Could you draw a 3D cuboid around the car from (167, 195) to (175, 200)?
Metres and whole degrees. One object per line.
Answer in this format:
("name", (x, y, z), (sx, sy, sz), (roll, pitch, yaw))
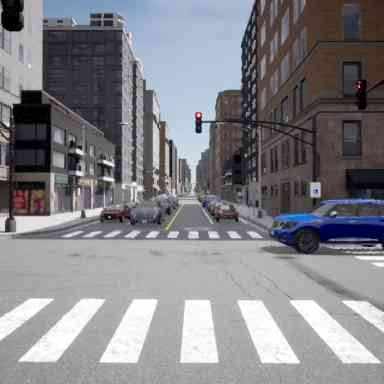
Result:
("car", (-6.007, 1.585, 94.089), (1.887, 1.381, 4.507), (1, 0, 0))

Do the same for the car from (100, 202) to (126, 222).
("car", (-5.893, 1.551, 26.015), (1.887, 1.381, 4.507), (1, 0, 0))

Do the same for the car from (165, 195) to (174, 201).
("car", (-5.998, 1.603, 88.417), (1.947, 1.339, 4.313), (1, 0, 0))

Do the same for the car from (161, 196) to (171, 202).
("car", (-5.979, 1.582, 77.071), (2.008, 1.369, 4.403), (1, 0, 0))

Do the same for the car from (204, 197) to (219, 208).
("car", (2.613, 1.591, 37.367), (1.802, 1.307, 4.206), (1, 0, 0))

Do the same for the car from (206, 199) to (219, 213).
("car", (2.623, 1.589, 31.694), (1.802, 1.307, 4.206), (1, 0, 0))

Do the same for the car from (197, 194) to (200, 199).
("car", (2.556, 1.593, 71.407), (1.947, 1.339, 4.313), (1, 0, 0))

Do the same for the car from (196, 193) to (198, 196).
("car", (2.539, 1.349, 82.754), (2.192, 1.841, 5.009), (1, 0, 0))

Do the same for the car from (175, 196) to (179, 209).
("car", (-3.157, 1.576, 43.877), (1.994, 1.385, 4.181), (0, 0, 1))

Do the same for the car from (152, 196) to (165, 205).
("car", (-5.949, 1.461, 60.052), (1.967, 1.590, 4.097), (1, 0, 0))

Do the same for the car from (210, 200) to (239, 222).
("car", (2.633, 1.588, 26.020), (1.802, 1.307, 4.206), (1, 0, 0))

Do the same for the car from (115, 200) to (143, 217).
("car", (-5.902, 1.552, 31.688), (1.887, 1.381, 4.507), (1, 0, 0))

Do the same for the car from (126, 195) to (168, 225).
("car", (-3.137, 1.358, 24.112), (2.097, 1.767, 4.553), (0, 0, 0))

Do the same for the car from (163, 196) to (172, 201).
("car", (-5.989, 1.600, 82.744), (1.947, 1.339, 4.313), (1, 0, 0))

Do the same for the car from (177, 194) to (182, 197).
("car", (-3.143, 1.509, 54.110), (2.128, 1.511, 4.902), (0, 0, 0))

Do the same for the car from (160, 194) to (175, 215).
("car", (-3.154, 1.360, 33.932), (2.097, 1.767, 4.553), (0, 0, 0))

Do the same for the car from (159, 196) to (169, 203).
("car", (-5.969, 1.609, 71.398), (1.802, 1.307, 4.206), (1, 0, 0))

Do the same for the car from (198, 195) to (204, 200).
("car", (2.519, 1.565, 94.271), (1.752, 1.417, 4.829), (1, 0, 0))

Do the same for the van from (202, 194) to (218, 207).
("van", (2.606, 1.353, 43.041), (1.690, 1.788, 3.998), (1, 0, 0))

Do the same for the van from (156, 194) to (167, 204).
("van", (-5.958, 1.365, 65.725), (1.690, 1.788, 3.998), (1, 0, 0))

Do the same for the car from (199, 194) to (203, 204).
("car", (2.597, 1.329, 48.714), (2.192, 1.841, 5.009), (1, 0, 0))

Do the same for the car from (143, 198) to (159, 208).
("car", (-5.931, 1.596, 48.707), (1.802, 1.307, 4.206), (1, 0, 0))

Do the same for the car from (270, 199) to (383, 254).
("car", (6.000, 1.301, 13.273), (5.566, 2.045, 2.150), (1, -1, 0))
